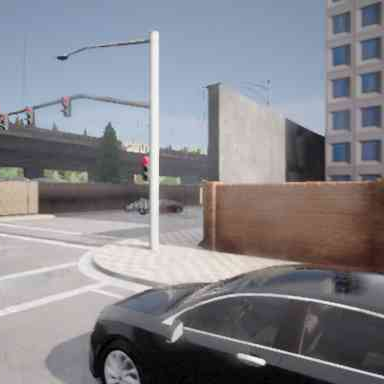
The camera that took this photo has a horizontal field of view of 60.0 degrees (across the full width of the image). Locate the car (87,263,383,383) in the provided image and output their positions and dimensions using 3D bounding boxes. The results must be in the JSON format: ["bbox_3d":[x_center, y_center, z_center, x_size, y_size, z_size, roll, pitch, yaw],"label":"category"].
[{"bbox_3d":[0.997,1.504,3.254,4.892,1.490,1.837,0,0,36],"label":"car"}]

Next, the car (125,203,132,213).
[{"bbox_3d":[-4.760,1.422,34.422,2.128,1.511,4.902,0,0,36],"label":"car"}]

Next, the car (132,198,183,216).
[{"bbox_3d":[-2.864,1.411,31.059,1.882,1.535,5.008,0,0,36],"label":"car"}]
